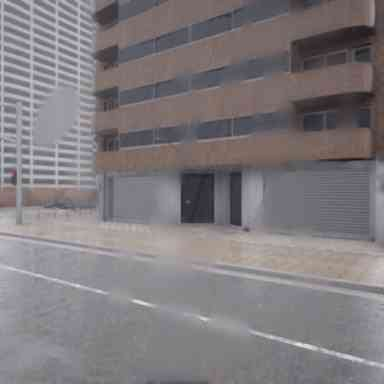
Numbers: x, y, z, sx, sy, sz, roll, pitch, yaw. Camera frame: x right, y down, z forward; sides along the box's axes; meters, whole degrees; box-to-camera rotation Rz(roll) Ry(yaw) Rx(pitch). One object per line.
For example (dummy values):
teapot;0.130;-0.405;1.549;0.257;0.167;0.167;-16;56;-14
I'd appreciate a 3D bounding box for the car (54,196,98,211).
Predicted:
car;-13.690;1.493;39.801;1.994;1.385;4.181;0;0;35

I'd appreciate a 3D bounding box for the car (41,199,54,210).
car;-16.457;1.427;41.954;1.837;1.490;4.892;0;0;35
